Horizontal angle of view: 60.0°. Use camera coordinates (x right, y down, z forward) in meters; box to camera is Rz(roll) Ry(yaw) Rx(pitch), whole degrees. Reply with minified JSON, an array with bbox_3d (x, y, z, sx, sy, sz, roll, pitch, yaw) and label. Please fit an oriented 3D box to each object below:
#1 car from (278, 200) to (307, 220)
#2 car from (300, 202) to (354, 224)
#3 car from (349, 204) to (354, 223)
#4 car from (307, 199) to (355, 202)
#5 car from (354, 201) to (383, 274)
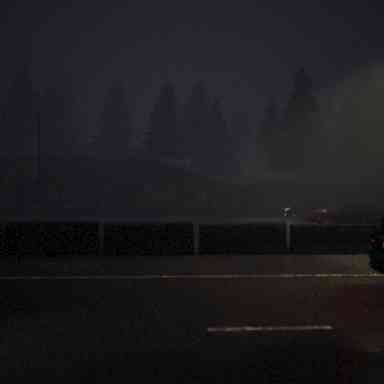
[{"bbox_3d":[9.869,1.498,28.899,4.553,1.767,2.097,0,0,-3],"label":"car"},{"bbox_3d":[10.107,1.598,21.901,5.008,1.535,1.882,0,0,-3],"label":"car"},{"bbox_3d":[11.709,1.614,18.482,4.892,1.490,1.837,0,0,-3],"label":"car"},{"bbox_3d":[11.677,1.487,25.491,4.553,1.767,2.097,0,0,-3],"label":"car"},{"bbox_3d":[7.011,1.280,7.513,5.566,2.045,2.150,0,0,-3],"label":"car"}]
